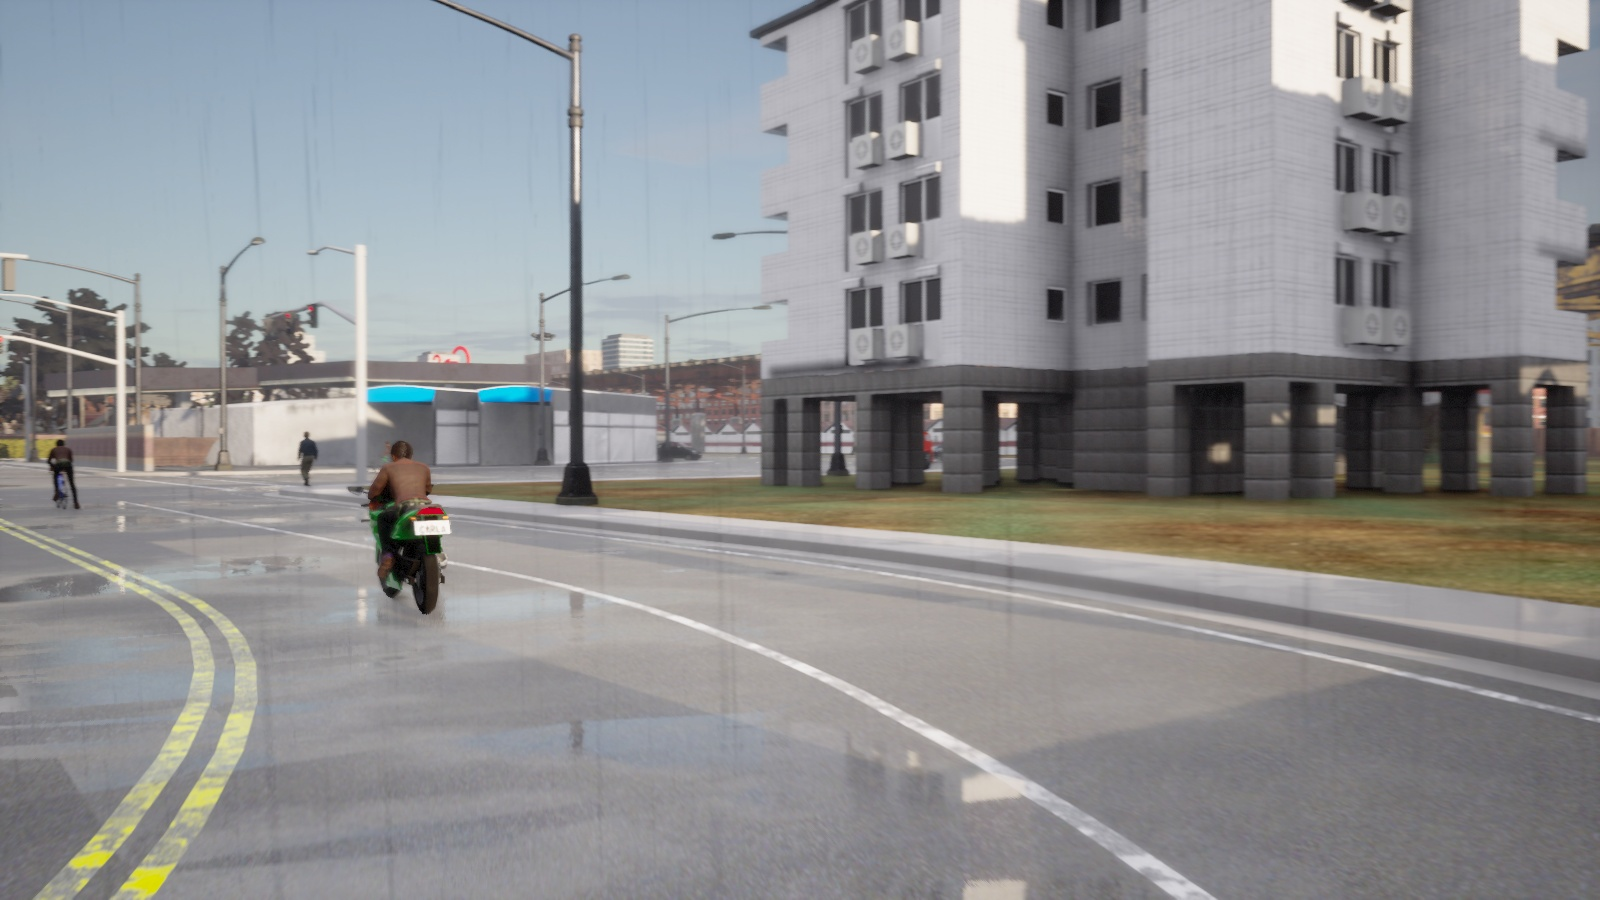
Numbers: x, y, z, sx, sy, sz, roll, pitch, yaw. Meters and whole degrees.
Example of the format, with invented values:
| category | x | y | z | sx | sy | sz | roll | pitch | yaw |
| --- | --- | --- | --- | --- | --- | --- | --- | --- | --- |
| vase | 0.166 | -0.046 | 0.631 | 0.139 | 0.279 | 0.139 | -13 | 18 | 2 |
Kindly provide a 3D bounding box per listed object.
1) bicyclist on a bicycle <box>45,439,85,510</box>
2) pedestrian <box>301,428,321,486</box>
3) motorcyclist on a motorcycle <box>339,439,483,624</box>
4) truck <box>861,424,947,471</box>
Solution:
| category | x | y | z | sx | sy | sz | roll | pitch | yaw |
| --- | --- | --- | --- | --- | --- | --- | --- | --- | --- |
| bicyclist on a bicycle | -17.067 | 0.551 | 29.147 | 0.582 | 1.620 | 1.656 | 0 | 0 | -37 |
| pedestrian | -15.413 | 0.217 | 39.548 | 0.370 | 1.835 | 0.726 | 0 | 0 | -40 |
| motorcyclist on a motorcycle | -3.581 | 0.667 | 11.442 | 0.797 | 1.523 | 2.044 | -1 | 1 | -30 |
| truck | 5.726 | -0.135 | 68.690 | 2.627 | 2.467 | 5.204 | 0 | 0 | 31 |
